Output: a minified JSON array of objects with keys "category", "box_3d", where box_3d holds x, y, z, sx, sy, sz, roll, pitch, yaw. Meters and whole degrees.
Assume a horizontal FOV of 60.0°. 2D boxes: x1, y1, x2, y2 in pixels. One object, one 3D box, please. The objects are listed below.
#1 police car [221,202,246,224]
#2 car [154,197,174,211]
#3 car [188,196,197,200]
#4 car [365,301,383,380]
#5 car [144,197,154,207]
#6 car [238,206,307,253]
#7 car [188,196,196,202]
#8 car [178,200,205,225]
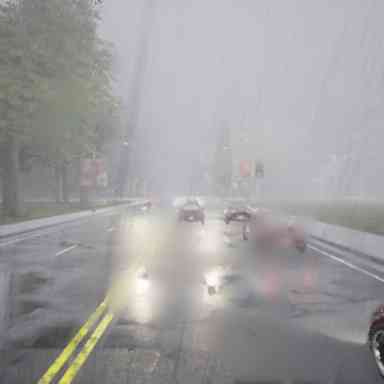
[{"category":"police car","box_3d":[3.247,1.513,24.646,2.038,1.542,4.974,0,0,0]},{"category":"car","box_3d":[-3.309,1.498,42.028,1.882,1.535,5.008,0,0,0]},{"category":"car","box_3d":[0.072,1.630,50.865,1.895,1.301,4.718,0,0,0]},{"category":"car","box_3d":[3.250,1.564,2.645,1.994,1.385,4.181,0,0,0]},{"category":"car","box_3d":[-6.488,1.508,52.853,1.882,1.535,5.008,0,0,-2]},{"category":"car","box_3d":[3.248,1.529,13.646,1.812,1.442,4.674,0,0,0]},{"category":"car","box_3d":[-0.011,1.590,75.389,1.812,1.442,4.674,0,0,0]},{"category":"car","box_3d":[-0.043,1.533,23.838,1.812,1.442,4.674,0,0,0]}]
